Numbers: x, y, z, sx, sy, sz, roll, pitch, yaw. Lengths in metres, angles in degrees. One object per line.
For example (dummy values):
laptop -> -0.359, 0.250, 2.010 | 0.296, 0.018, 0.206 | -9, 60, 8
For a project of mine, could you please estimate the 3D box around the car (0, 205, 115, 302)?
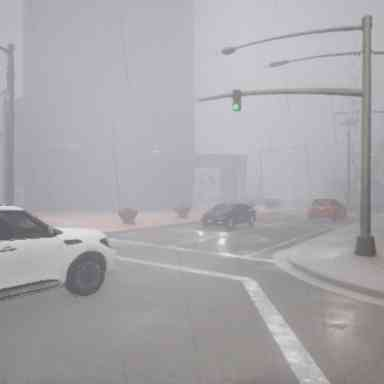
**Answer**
car -> -4.076, 1.204, 6.265 | 2.150, 2.045, 5.566 | 0, 0, 36

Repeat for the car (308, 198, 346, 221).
car -> 11.156, 1.316, 27.269 | 2.097, 1.767, 4.553 | 0, 0, 36

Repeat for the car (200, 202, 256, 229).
car -> 2.422, 1.451, 21.338 | 1.837, 1.490, 4.892 | 0, 0, 36
